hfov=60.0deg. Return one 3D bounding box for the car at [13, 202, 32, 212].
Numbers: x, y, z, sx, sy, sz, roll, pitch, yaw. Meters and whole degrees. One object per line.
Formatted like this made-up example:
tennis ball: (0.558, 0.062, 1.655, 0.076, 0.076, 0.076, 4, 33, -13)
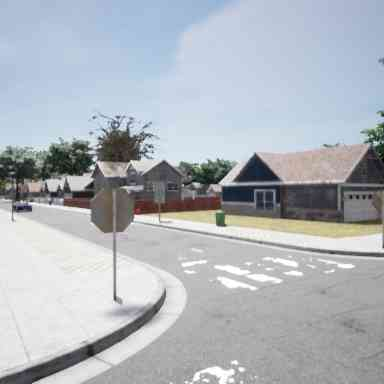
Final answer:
car: (-22.410, 1.941, 43.962, 1.895, 1.301, 4.718, 0, 0, -34)
